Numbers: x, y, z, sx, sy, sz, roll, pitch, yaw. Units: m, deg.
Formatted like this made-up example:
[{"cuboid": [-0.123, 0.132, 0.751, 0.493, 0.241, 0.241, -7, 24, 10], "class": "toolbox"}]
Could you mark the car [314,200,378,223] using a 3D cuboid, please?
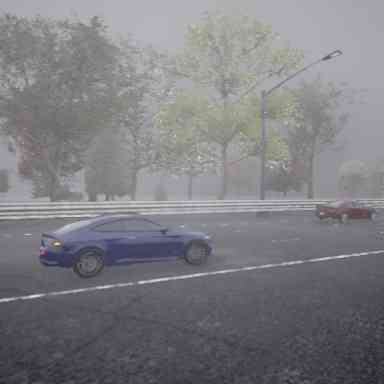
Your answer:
[{"cuboid": [10.922, 1.287, 23.420, 5.008, 1.535, 1.882, 0, 0, -26], "class": "car"}]

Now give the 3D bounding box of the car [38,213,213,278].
[{"cuboid": [-1.660, 1.304, 9.137, 4.674, 1.442, 1.812, 0, 0, -28], "class": "car"}]
